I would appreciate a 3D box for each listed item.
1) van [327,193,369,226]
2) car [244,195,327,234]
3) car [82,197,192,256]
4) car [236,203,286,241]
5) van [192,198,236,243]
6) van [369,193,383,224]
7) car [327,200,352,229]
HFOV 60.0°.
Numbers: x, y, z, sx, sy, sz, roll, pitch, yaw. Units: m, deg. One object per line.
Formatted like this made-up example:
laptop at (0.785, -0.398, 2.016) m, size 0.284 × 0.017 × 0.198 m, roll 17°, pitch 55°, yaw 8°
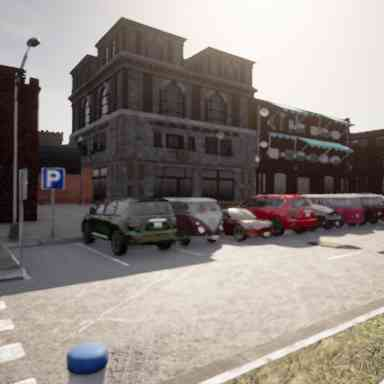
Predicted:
van at (8.692, 1.181, 21.738) m, size 1.878 × 1.987 × 4.442 m, roll 0°, pitch 0°, yaw -35°
car at (4.105, 1.186, 18.382) m, size 2.435 × 2.045 × 5.566 m, roll 0°, pitch 0°, yaw -35°
car at (-2.703, 1.217, 13.572) m, size 2.435 × 2.045 × 5.566 m, roll 0°, pitch 0°, yaw -35°
car at (1.972, 1.479, 16.806) m, size 2.163 × 1.488 × 4.792 m, roll 0°, pitch 0°, yaw -35°
van at (-0.351, 1.234, 15.055) m, size 1.878 × 1.987 × 4.442 m, roll 0°, pitch 0°, yaw -35°
van at (10.858, 1.164, 23.272) m, size 1.878 × 1.987 × 4.442 m, roll 0°, pitch 0°, yaw -35°
car at (6.495, 1.424, 20.029) m, size 2.231 × 1.521 × 4.892 m, roll -1°, pitch 0°, yaw -35°
